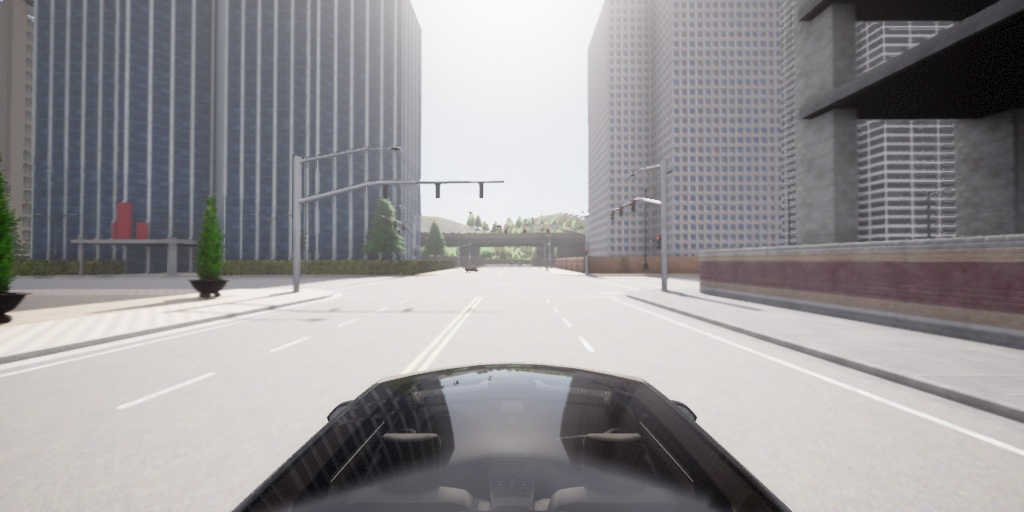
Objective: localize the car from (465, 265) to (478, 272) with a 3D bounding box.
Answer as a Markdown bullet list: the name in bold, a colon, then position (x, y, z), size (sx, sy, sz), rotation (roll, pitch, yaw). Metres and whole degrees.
- **car**: position (-6.992, 2.138, 61.790), size (1.895, 1.301, 4.718), rotation (0, -1, 0)
